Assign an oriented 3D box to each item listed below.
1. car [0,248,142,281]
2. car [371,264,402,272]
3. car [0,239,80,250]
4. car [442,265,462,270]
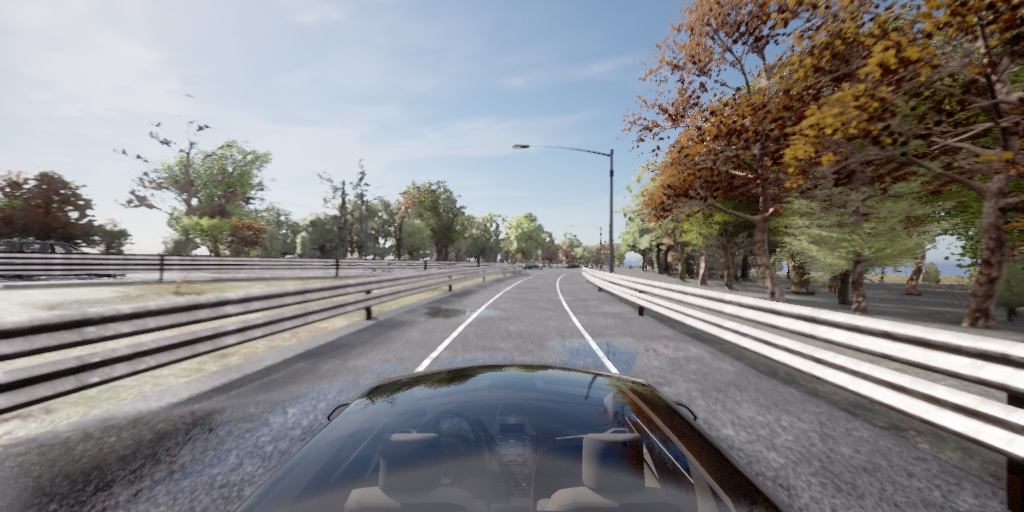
[{"bbox_3d":[-23.709,0.524,19.163,2.033,1.411,5.357,0,-1,27],"label":"car"},{"bbox_3d":[-15.214,1.196,43.686,1.994,1.385,4.181,0,-1,27],"label":"car"},{"bbox_3d":[-26.800,0.171,20.824,2.150,2.045,5.566,0,-1,27],"label":"car"},{"bbox_3d":[-10.273,1.621,61.372,1.812,1.442,4.674,0,-1,26],"label":"car"}]
